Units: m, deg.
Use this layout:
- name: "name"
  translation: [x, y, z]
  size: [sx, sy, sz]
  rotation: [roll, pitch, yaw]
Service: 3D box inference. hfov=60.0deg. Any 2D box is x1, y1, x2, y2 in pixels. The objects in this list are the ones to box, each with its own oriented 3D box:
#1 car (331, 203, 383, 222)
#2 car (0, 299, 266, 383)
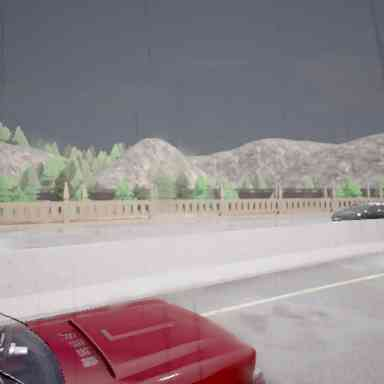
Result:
- name: "car"
  translation: [11.279, 1.467, 21.549]
  size: [4.892, 1.490, 1.837]
  rotation: [0, 0, -22]
- name: "car"
  translation: [-1.675, 1.601, 2.465]
  size: [4.718, 1.301, 1.895]
  rotation: [0, 0, -35]
